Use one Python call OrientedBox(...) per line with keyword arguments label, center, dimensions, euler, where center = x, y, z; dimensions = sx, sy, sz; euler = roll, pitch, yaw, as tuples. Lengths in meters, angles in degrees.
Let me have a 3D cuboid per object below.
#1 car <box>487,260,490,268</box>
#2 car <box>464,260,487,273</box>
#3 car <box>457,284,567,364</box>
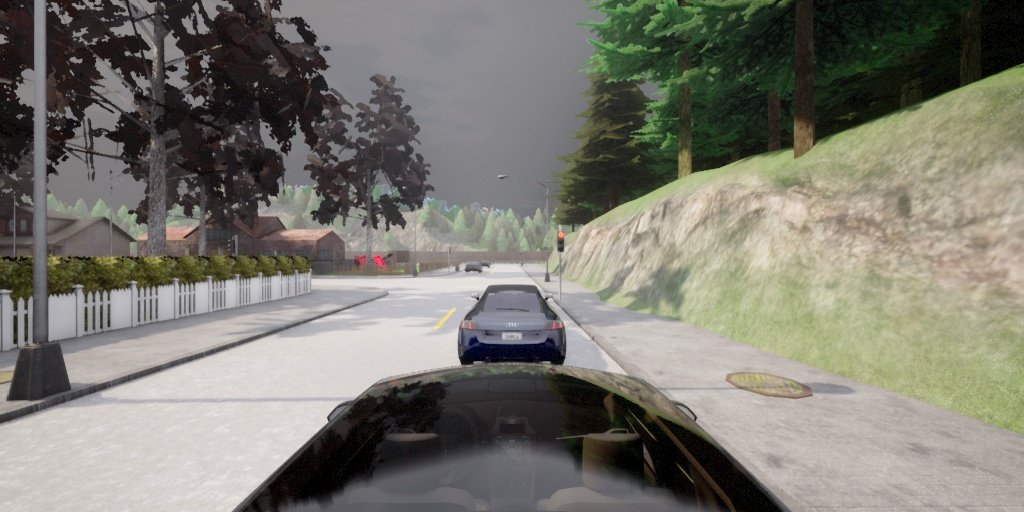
OrientedBox(label="car", center=(-4.610, 1.349, 59.031), dimensions=(1.895, 1.301, 4.718), euler=(0, 0, 0))
OrientedBox(label="car", center=(-4.474, 1.296, 42.657), dimensions=(2.033, 1.411, 5.357), euler=(0, 0, 0))
OrientedBox(label="car", center=(0.004, 1.314, 8.014), dimensions=(1.994, 1.385, 4.181), euler=(0, 0, 0))
